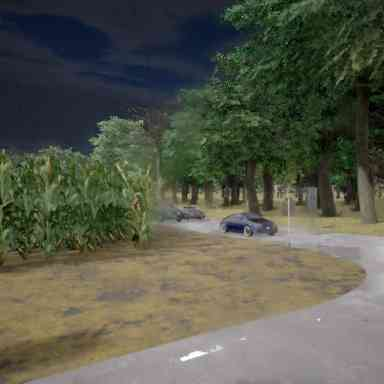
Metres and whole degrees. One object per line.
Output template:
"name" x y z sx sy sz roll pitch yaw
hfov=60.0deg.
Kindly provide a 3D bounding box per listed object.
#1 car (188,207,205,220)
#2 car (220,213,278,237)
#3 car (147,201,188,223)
"car" -0.605 2.254 35.167 2.033 1.411 5.357 -1 -1 -29
"car" 3.588 2.044 21.574 1.994 1.385 4.181 -1 -1 -29
"car" -2.951 1.942 33.295 2.150 2.045 5.566 -1 0 -29
